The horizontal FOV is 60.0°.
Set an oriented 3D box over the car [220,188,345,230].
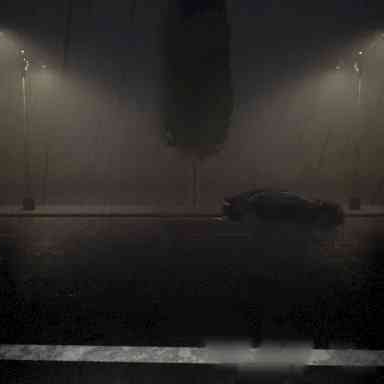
[{"bbox_3d":[3.599,0.625,13.525,4.902,1.511,2.128,0,4,0],"label":"car"}]
